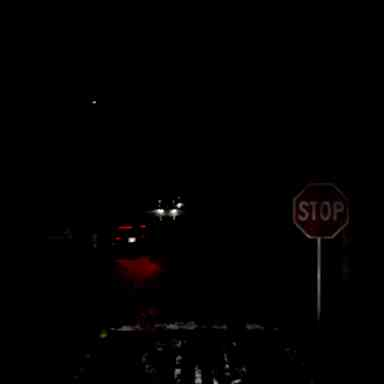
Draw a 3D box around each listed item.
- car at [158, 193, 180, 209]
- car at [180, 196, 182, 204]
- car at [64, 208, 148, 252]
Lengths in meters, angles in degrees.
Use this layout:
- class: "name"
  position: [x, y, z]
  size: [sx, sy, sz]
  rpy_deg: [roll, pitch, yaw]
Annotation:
- class: "car"
  position: [-2.812, 1.048, 39.072]
  size: [2.097, 1.767, 4.553]
  rpy_deg: [0, 0, 0]
- class: "car"
  position: [-2.781, 0.950, 54.033]
  size: [2.097, 1.767, 4.553]
  rpy_deg: [0, 0, 0]
- class: "car"
  position: [-3.617, 1.399, 13.528]
  size: [1.837, 1.490, 4.892]
  rpy_deg: [2, -1, -39]
